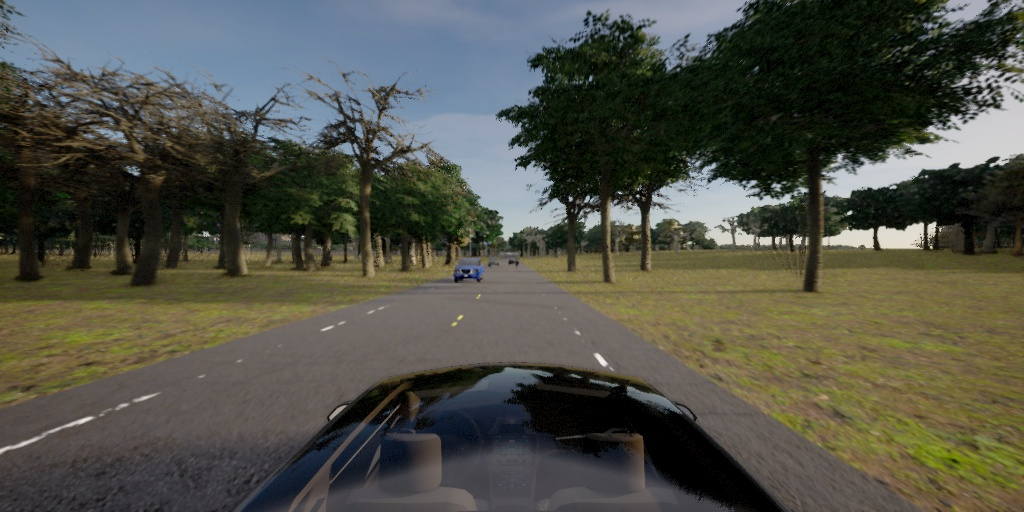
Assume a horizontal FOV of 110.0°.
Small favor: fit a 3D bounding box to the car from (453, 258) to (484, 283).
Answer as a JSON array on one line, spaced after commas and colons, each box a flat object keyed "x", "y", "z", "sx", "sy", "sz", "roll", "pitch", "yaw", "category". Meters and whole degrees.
[{"x": -3.600, "y": 1.184, "z": 30.799, "sx": 2.150, "sy": 2.045, "sz": 5.566, "roll": 0, "pitch": 0, "yaw": 0, "category": "car"}]

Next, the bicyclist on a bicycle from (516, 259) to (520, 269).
[{"x": 0.952, "y": 1.382, "z": 56.378, "sx": 0.659, "sy": 1.776, "sz": 1.843, "roll": 0, "pitch": 0, "yaw": 0, "category": "bicyclist on a bicycle"}]
